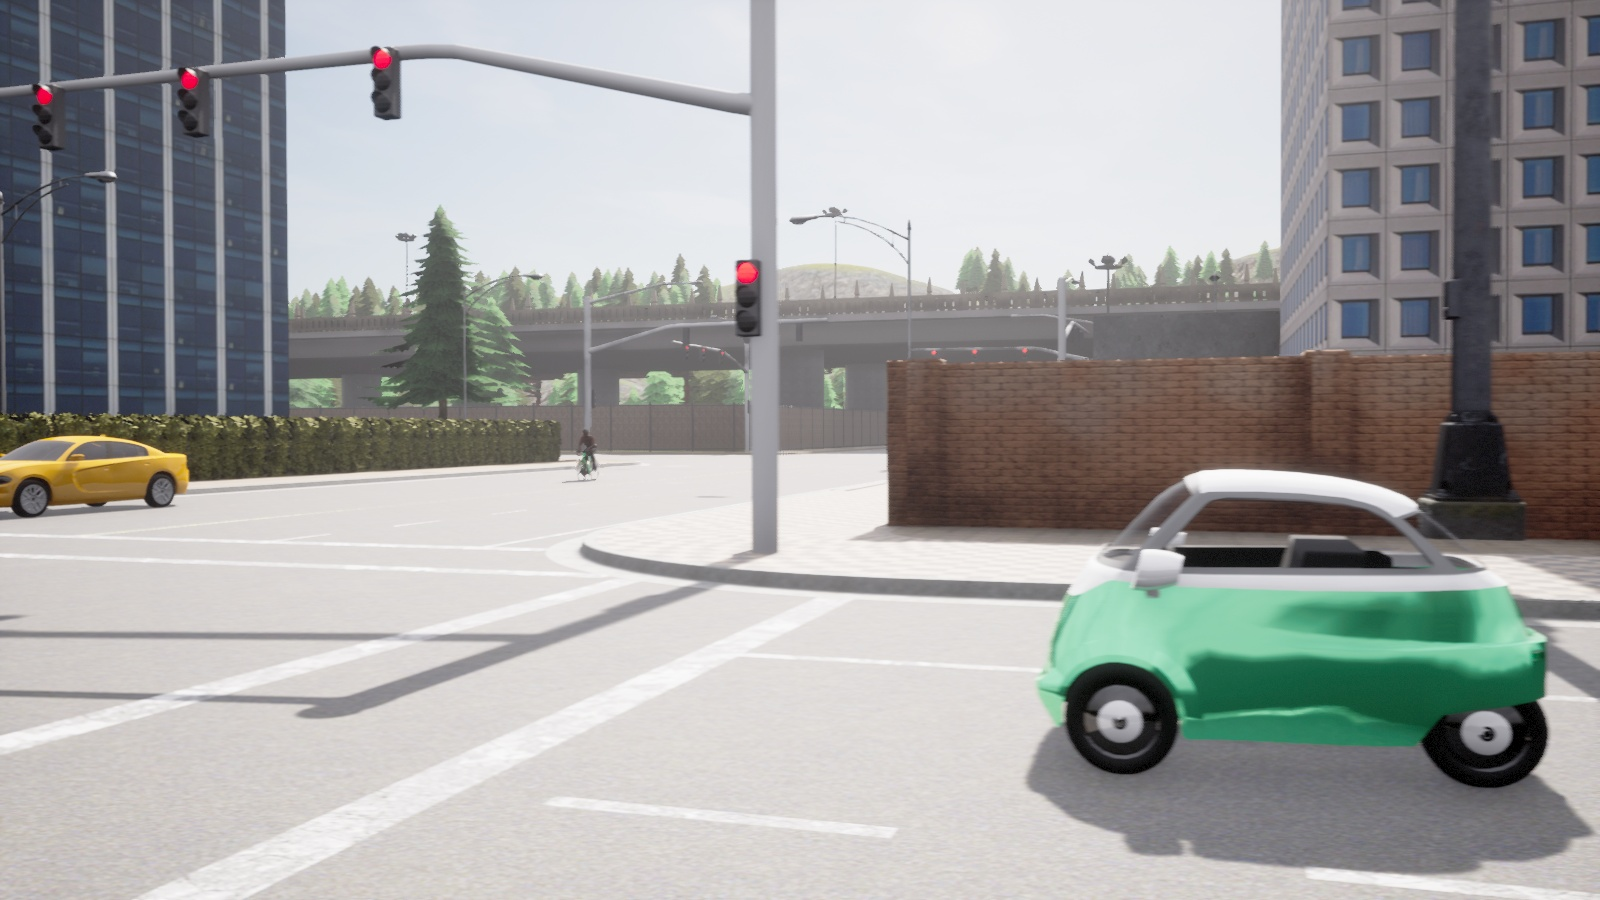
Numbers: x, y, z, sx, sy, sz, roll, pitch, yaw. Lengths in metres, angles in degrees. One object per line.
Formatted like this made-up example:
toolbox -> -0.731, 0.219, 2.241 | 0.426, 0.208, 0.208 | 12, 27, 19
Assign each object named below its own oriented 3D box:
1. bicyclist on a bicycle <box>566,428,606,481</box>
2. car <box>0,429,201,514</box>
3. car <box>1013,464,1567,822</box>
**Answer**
bicyclist on a bicycle -> -6.680, 0.131, 39.276 | 0.582, 1.620, 1.656 | 0, 1, 14
car -> -14.637, 0.350, 25.112 | 1.882, 1.535, 5.008 | 1, 1, 17
car -> 2.258, 0.793, 6.116 | 2.207, 1.376, 1.481 | 1, 1, 18
